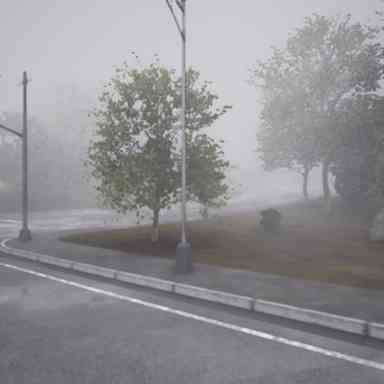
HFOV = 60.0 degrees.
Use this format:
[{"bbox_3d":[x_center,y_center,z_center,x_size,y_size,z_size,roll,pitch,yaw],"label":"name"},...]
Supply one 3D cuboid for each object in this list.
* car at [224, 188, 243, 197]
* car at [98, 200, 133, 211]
[{"bbox_3d":[7.064,0.147,58.049,1.837,1.490,4.892,0,3,38],"label":"car"},{"bbox_3d":[-8.702,1.420,38.204,1.994,1.385,4.181,0,1,38],"label":"car"}]
